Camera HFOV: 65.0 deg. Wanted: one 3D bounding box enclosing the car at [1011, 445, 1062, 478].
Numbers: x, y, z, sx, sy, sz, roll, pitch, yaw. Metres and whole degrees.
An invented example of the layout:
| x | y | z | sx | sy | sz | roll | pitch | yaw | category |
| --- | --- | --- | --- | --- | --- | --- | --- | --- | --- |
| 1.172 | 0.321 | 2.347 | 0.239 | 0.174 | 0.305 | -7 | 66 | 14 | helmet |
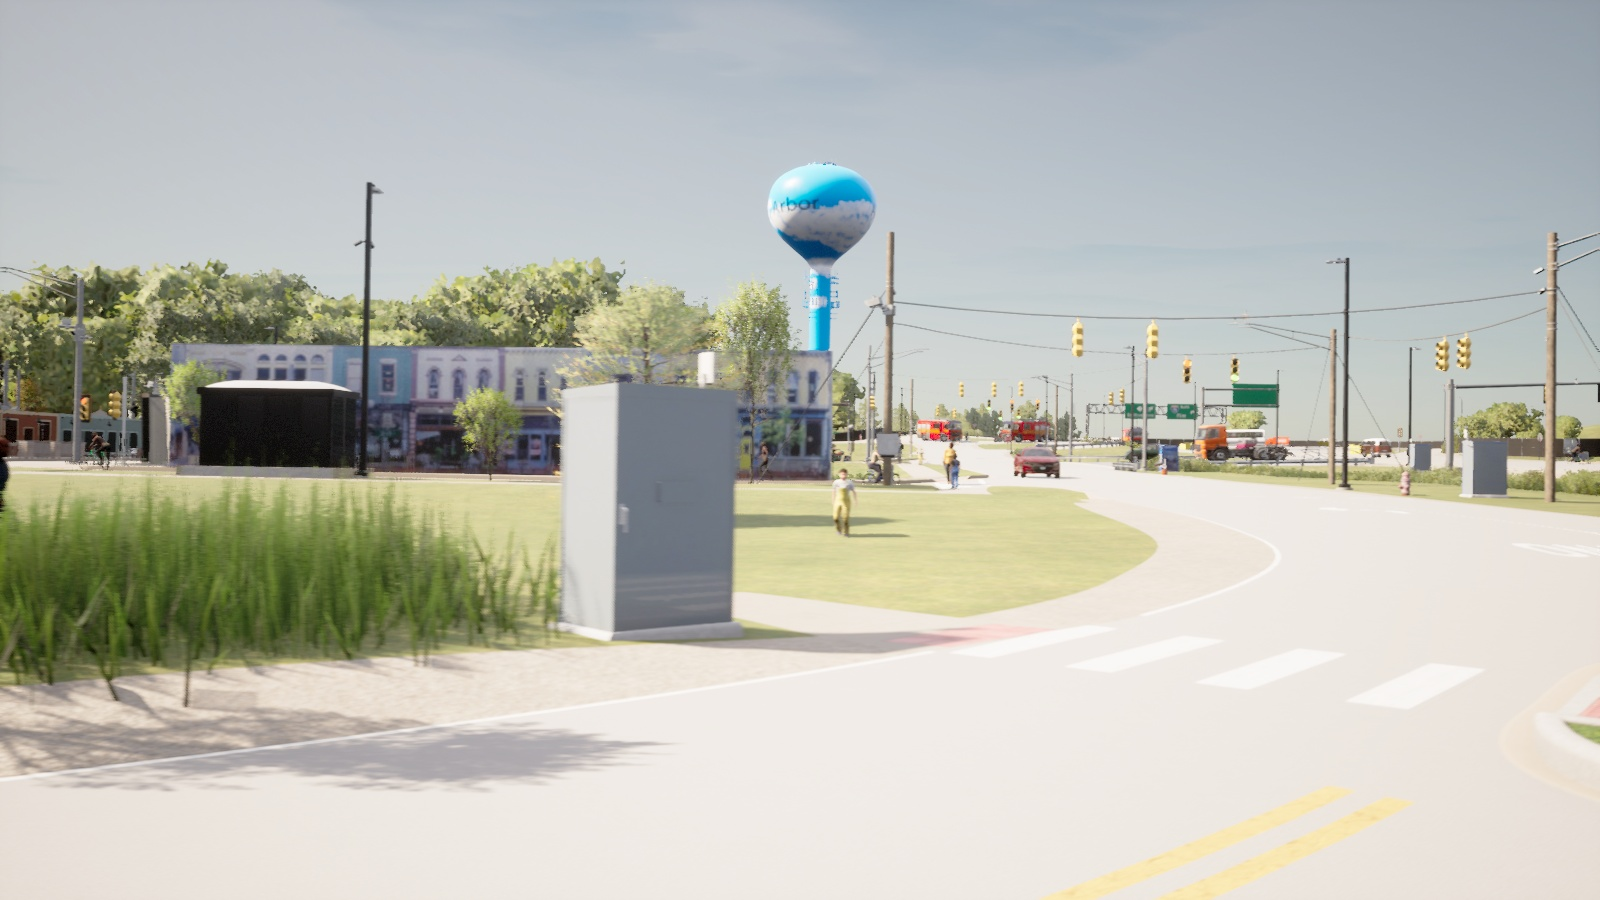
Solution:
| x | y | z | sx | sy | sz | roll | pitch | yaw | category |
| --- | --- | --- | --- | --- | --- | --- | --- | --- | --- |
| 11.709 | 0.551 | 62.356 | 1.882 | 1.535 | 5.008 | 1 | 0 | 4 | car |

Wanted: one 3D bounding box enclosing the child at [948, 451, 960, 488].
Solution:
| x | y | z | sx | sy | sz | roll | pitch | yaw | category |
| --- | --- | --- | --- | --- | --- | --- | --- | --- | --- |
| 5.402 | 0.685 | 43.940 | 0.270 | 1.263 | 0.437 | 1 | -1 | -12 | child |

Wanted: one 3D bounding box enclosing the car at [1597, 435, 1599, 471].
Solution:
| x | y | z | sx | sy | sz | roll | pitch | yaw | category |
| --- | --- | --- | --- | --- | --- | --- | --- | --- | --- |
| 46.902 | 0.231 | 69.552 | 2.150 | 2.045 | 5.566 | 1 | 1 | 3 | car |

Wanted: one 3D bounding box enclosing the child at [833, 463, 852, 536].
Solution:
| x | y | z | sx | sy | sz | roll | pitch | yaw | category |
| --- | --- | --- | --- | --- | --- | --- | --- | --- | --- |
| 0.743 | 0.861 | 22.065 | 0.270 | 1.263 | 0.437 | 1 | -1 | 8 | child |

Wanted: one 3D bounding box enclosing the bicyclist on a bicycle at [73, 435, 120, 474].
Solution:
| x | y | z | sx | sy | sz | roll | pitch | yaw | category |
| --- | --- | --- | --- | --- | --- | --- | --- | --- | --- |
| -29.916 | 0.204 | 53.428 | 1.656 | 1.620 | 0.582 | 1 | -1 | 3 | bicyclist on a bicycle |

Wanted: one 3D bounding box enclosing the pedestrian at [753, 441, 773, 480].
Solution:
| x | y | z | sx | sy | sz | roll | pitch | yaw | category |
| --- | --- | --- | --- | --- | --- | --- | --- | --- | --- |
| -1.709 | 0.479 | 57.745 | 0.869 | 1.805 | 0.328 | 1 | -1 | 0 | pedestrian |

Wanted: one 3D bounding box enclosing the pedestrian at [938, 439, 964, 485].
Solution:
| x | y | z | sx | sy | sz | roll | pitch | yaw | category |
| --- | --- | --- | --- | --- | --- | --- | --- | --- | --- |
| 6.266 | 0.497 | 52.161 | 0.874 | 1.855 | 0.900 | 1 | -1 | -4 | pedestrian |

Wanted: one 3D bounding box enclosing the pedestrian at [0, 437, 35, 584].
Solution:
| x | y | z | sx | sy | sz | roll | pitch | yaw | category |
| --- | --- | --- | --- | --- | --- | --- | --- | --- | --- |
| -10.183 | 0.753 | 15.921 | 0.726 | 1.835 | 0.370 | 1 | -1 | 7 | pedestrian |
